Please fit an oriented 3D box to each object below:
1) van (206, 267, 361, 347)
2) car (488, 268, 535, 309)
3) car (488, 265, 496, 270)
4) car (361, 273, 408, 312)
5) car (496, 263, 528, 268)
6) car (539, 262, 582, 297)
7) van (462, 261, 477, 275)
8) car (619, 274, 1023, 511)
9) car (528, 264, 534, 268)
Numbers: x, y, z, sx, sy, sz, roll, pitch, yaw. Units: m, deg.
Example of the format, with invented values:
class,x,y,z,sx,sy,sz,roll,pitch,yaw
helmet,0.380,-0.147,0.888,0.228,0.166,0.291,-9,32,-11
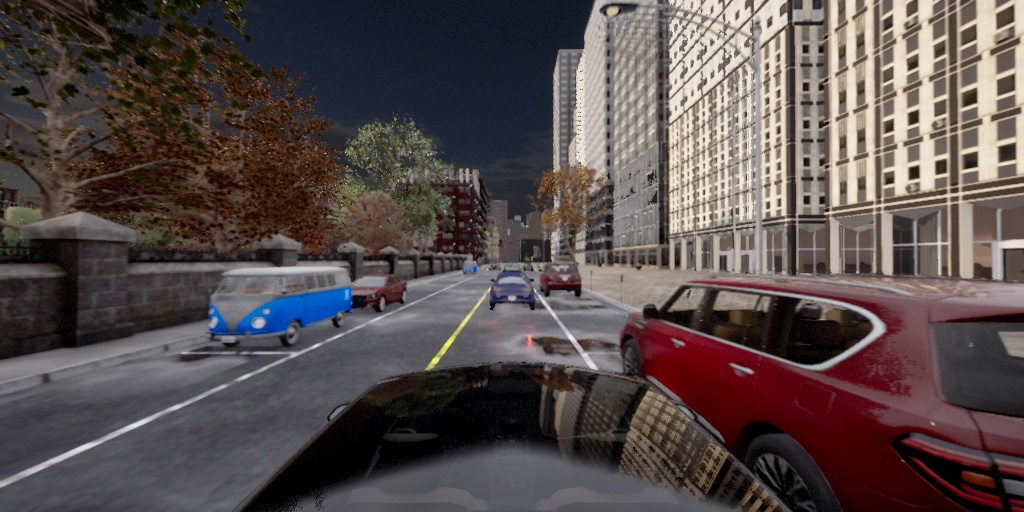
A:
class,x,y,z,sx,sy,sz,roll,pitch,yaw
van,-5.693,1.170,9.286,1.690,1.789,3.998,0,0,0
car,0.025,1.424,15.724,1.812,1.442,4.674,0,0,1
car,-3.052,2.014,63.302,1.994,1.385,4.181,0,-1,0
car,-5.693,1.435,14.918,1.888,1.381,4.507,0,0,0
car,0.021,1.554,30.336,2.128,1.511,4.902,0,-1,1
car,2.687,1.266,20.551,2.192,1.841,5.009,0,0,0
van,-5.694,1.615,48.706,1.690,1.789,3.998,0,0,0
car,2.688,1.085,3.655,2.192,1.841,5.009,0,0,0
car,2.685,1.975,59.971,1.948,1.339,4.313,0,0,0
